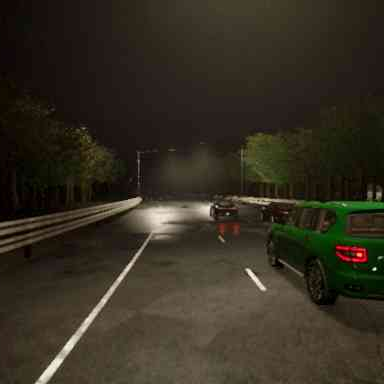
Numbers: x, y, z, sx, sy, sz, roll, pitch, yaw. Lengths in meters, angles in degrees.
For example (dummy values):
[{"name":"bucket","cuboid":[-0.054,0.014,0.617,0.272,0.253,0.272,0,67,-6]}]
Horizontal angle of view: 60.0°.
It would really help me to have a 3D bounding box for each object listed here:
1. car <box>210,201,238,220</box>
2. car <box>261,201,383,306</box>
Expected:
[{"name":"car","cuboid":[2.607,1.496,28.168,2.128,1.511,4.902,0,0,-4]},{"name":"car","cuboid":[3.470,1.226,8.176,2.150,2.045,5.566,0,0,-1]}]
